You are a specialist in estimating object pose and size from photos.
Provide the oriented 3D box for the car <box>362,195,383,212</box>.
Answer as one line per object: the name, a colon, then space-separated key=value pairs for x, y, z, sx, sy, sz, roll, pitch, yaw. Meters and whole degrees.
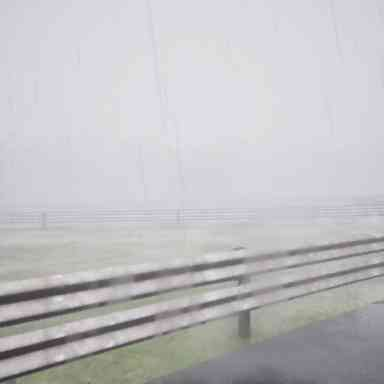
car: x=20.421 y=1.241 z=33.519 sx=5.008 sy=1.535 sz=1.882 roll=-2 pitch=1 yaw=1

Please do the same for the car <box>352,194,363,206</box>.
car: x=20.438 y=1.062 z=37.017 sx=4.553 sy=1.767 sz=2.097 roll=-2 pitch=1 yaw=1
